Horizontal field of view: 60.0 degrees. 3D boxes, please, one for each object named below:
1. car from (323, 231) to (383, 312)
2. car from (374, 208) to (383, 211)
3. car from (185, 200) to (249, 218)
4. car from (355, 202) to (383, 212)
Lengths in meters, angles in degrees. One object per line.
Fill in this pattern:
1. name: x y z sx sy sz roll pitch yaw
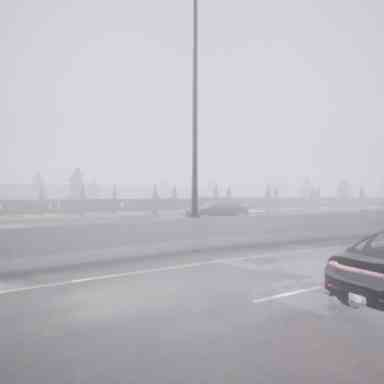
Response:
1. car: 4.710 1.479 6.488 4.902 1.511 2.128 0 0 -30
2. car: 9.688 1.481 13.074 4.892 1.490 1.837 0 0 -26
3. car: 1.891 1.391 25.035 5.008 1.535 1.882 0 0 -26
4. car: 15.982 1.490 27.172 5.357 1.411 2.033 0 0 -19
